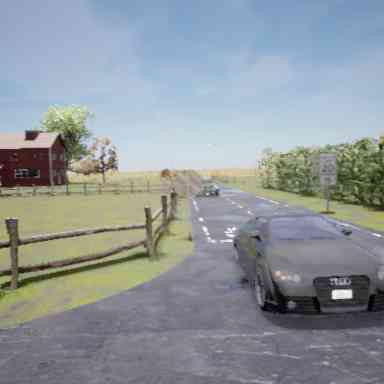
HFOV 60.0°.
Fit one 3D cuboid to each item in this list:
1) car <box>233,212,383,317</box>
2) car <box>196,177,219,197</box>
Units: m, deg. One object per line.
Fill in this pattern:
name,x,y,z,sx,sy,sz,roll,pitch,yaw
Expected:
car,2.037,1.128,6.625,1.994,1.385,4.181,-2,3,-2
car,1.308,-0.533,31.437,2.097,1.767,4.553,-2,3,-2
